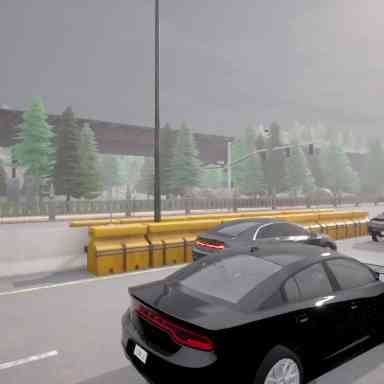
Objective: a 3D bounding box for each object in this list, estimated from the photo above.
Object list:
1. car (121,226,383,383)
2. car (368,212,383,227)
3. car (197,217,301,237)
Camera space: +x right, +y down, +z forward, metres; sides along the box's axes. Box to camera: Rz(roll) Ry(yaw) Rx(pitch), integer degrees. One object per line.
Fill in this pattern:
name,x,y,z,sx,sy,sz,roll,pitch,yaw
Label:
car,1.494,1.478,4.812,5.008,1.535,1.882,0,0,-36
car,9.931,1.491,15.135,4.902,1.511,2.128,0,0,-36
car,2.263,1.505,9.663,4.892,1.490,1.837,0,0,-35
